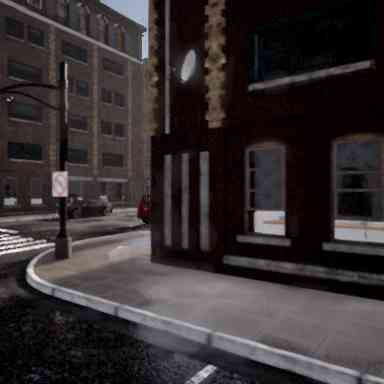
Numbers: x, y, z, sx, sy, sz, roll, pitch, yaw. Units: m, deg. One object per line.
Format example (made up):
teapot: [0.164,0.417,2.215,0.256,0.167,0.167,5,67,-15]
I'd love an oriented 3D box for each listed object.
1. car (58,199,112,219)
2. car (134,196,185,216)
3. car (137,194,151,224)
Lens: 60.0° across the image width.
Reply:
car: [-8.051,1.238,25.402,1.947,1.339,4.313,1,2,35]
car: [-2.691,1.140,28.327,1.994,1.385,4.181,0,1,35]
car: [-1.217,0.990,20.545,2.192,1.841,5.009,1,2,35]
